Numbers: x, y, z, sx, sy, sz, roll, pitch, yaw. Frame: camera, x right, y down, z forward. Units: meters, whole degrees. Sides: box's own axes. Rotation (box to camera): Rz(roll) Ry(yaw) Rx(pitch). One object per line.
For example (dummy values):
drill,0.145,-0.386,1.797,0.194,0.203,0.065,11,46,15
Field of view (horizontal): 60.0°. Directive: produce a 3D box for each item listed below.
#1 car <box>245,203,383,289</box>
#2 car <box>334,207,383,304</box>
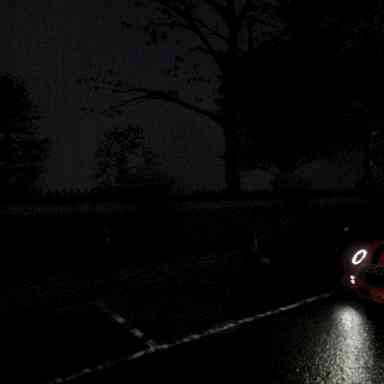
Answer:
car,3.755,1.274,9.240,5.009,1.841,2.192,0,0,-36
car,5.394,1.311,7.228,4.553,1.767,2.097,0,0,-36
